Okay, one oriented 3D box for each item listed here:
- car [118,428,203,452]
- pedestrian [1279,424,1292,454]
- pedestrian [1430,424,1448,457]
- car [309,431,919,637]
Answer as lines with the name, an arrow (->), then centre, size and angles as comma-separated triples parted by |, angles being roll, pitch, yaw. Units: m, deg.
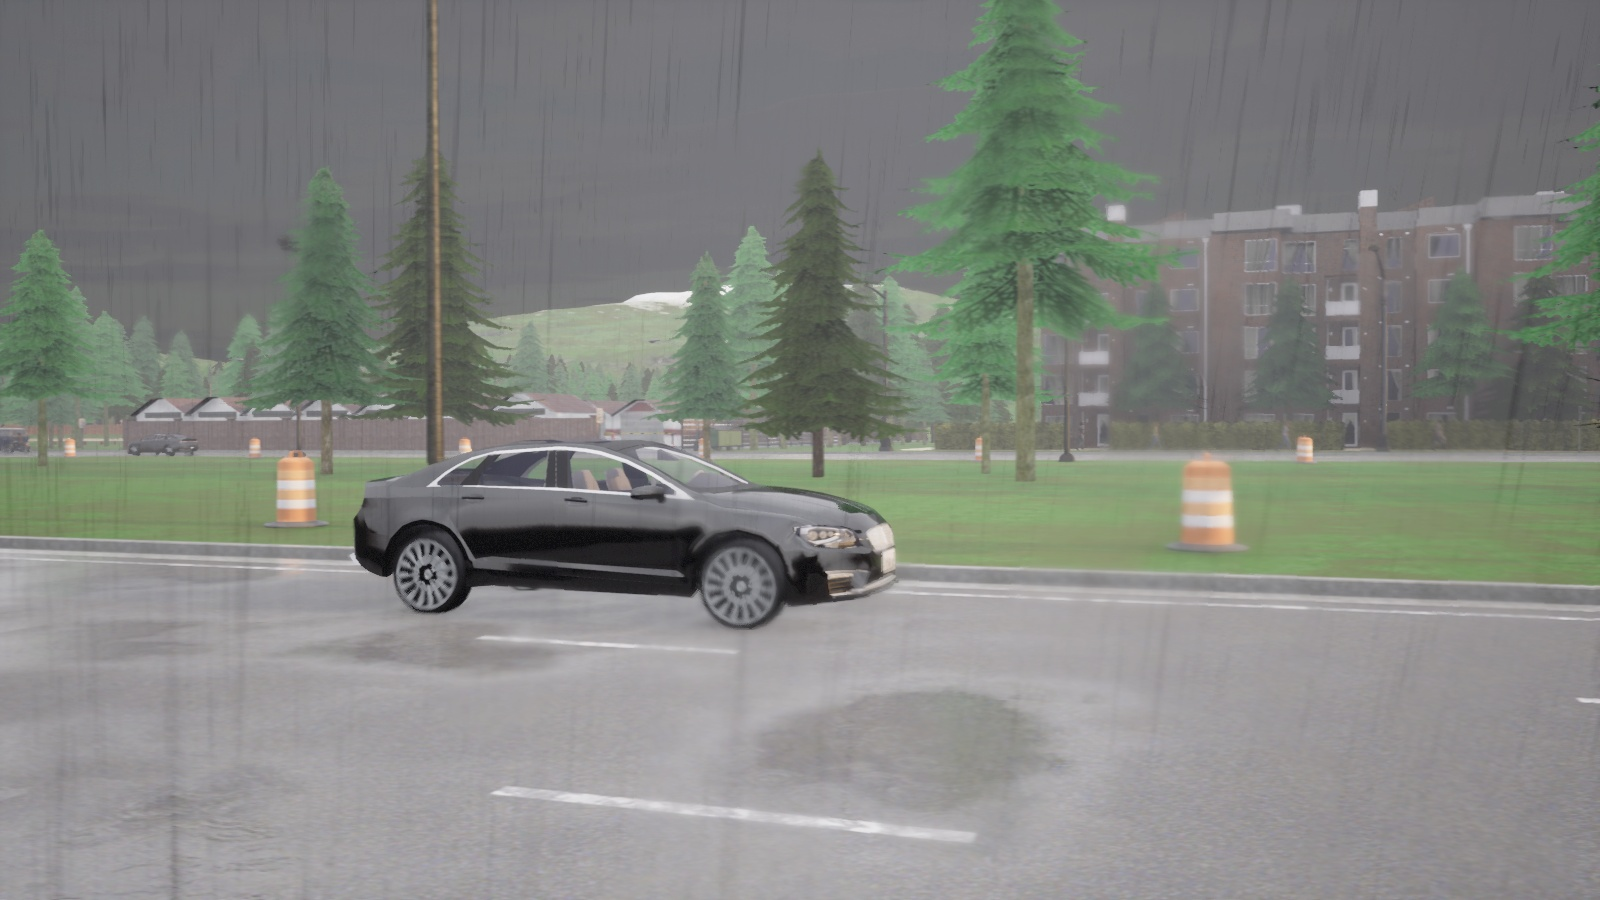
car -> -41.929, -0.695, 82.379 | 4.902, 1.511, 2.128 | 1, 1, 19
pedestrian -> 29.866, -0.668, 77.194 | 0.706, 1.836, 0.354 | 1, 1, 19
pedestrian -> 38.046, -0.599, 74.775 | 0.873, 1.952, 0.659 | 1, 1, 21
car -> -1.590, 0.599, 11.112 | 4.902, 1.511, 2.128 | 1, 1, 19
